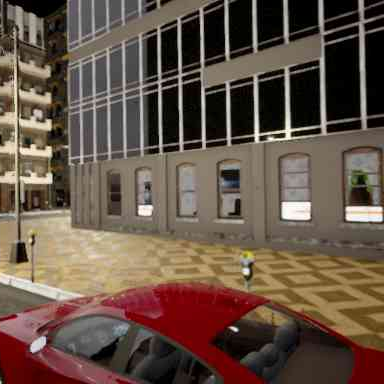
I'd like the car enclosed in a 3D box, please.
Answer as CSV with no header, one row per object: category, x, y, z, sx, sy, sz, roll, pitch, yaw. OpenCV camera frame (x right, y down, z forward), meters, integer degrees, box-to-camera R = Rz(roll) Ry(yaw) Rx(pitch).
car,-0.311,1.562,3.110,4.507,1.381,1.887,-1,-1,36
